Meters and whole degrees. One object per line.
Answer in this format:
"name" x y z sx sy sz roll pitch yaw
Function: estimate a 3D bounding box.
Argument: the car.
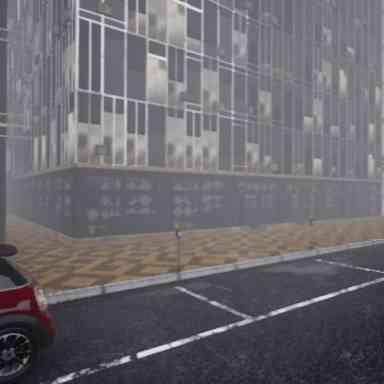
"car" -3.877 1.439 3.788 4.097 1.590 1.967 0 0 -35
